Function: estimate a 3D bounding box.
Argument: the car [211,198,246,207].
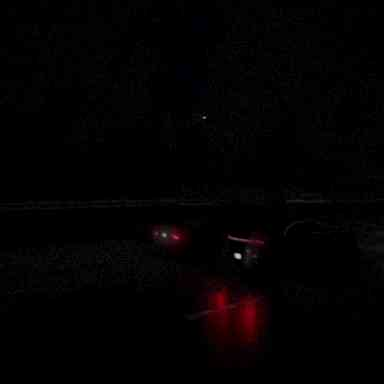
[{"bbox_3d":[4.580,1.559,41.699,4.892,1.490,1.837,0,0,-36],"label":"car"}]

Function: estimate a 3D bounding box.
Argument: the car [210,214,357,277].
[{"bbox_3d":[3.204,1.503,10.342,4.902,1.511,2.128,0,0,-36],"label":"car"}]

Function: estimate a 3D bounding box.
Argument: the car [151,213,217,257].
[{"bbox_3d":[1.081,1.562,13.120,5.357,1.411,2.033,0,0,-35],"label":"car"}]

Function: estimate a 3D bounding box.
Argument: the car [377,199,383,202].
[{"bbox_3d":[37.778,2.103,65.345,4.181,1.385,1.994,1,-1,-36],"label":"car"}]

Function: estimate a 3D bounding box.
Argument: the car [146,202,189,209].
[{"bbox_3d":[-2.041,1.516,24.051,4.902,1.511,2.128,0,0,-36],"label":"car"}]

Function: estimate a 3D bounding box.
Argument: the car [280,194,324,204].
[{"bbox_3d":[13.359,1.300,39.373,5.566,2.045,2.150,0,0,-36],"label":"car"}]

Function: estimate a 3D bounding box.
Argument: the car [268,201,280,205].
[{"bbox_3d":[11.807,1.687,42.562,4.718,1.301,1.895,1,0,-35],"label":"car"}]
